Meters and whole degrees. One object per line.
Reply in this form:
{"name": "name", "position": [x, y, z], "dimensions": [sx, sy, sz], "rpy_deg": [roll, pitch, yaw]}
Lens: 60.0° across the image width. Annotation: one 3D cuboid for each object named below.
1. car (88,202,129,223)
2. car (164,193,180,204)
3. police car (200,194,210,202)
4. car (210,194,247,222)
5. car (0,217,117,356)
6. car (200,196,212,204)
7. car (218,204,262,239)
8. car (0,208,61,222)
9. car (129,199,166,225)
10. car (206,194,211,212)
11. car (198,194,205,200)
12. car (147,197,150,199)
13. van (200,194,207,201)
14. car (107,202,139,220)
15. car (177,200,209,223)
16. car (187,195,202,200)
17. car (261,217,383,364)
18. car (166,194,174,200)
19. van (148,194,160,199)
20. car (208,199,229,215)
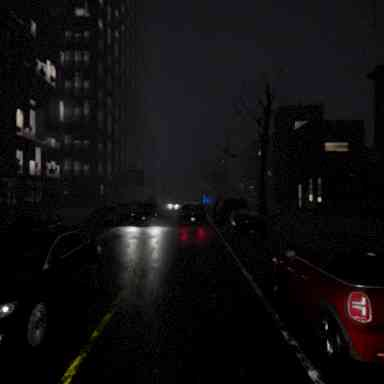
{"name": "car", "position": [-5.724, 1.544, 22.458], "dimensions": [1.802, 1.307, 4.206], "rpy_deg": [1, 0, 0]}
{"name": "car", "position": [-3.169, 1.352, 58.186], "dimensions": [2.128, 1.511, 4.902], "rpy_deg": [0, 0, 0]}
{"name": "police car", "position": [2.858, 1.235, 71.895], "dimensions": [1.930, 1.638, 5.238], "rpy_deg": [0, 0, 0]}
{"name": "car", "position": [2.660, 1.274, 22.475], "dimensions": [2.192, 1.841, 5.009], "rpy_deg": [1, 0, 0]}
{"name": "car", "position": [-3.107, 1.483, 6.264], "dimensions": [2.128, 1.511, 4.902], "rpy_deg": [0, 0, 0]}
{"name": "car", "position": [2.580, 1.413, 61.303], "dimensions": [1.947, 1.339, 4.313], "rpy_deg": [1, 0, 0]}
{"name": "car", "position": [2.668, 1.521, 16.930], "dimensions": [2.008, 1.369, 4.403], "rpy_deg": [1, 0, 0]}
{"name": "car", "position": [-5.700, 1.424, 11.366], "dimensions": [1.967, 1.590, 4.097], "rpy_deg": [1, 0, 0]}
{"name": "car", "position": [-3.102, 1.465, 23.787], "dimensions": [1.837, 1.490, 4.892], "rpy_deg": [0, 0, 0]}
{"name": "car", "position": [2.649, 1.261, 28.024], "dimensions": [2.192, 1.841, 5.009], "rpy_deg": [1, 0, 0]}
{"name": "car", "position": [2.525, 1.269, 89.204], "dimensions": [1.752, 1.417, 4.829], "rpy_deg": [1, 0, 0]}
{"name": "car", "position": [-5.745, 1.480, 33.553], "dimensions": [1.887, 1.381, 4.507], "rpy_deg": [1, 0, 0]}
{"name": "van", "position": [2.594, 1.207, 55.756], "dimensions": [1.690, 1.788, 3.998], "rpy_deg": [1, 0, 0]}
{"name": "car", "position": [-5.734, 1.531, 28.007], "dimensions": [1.802, 1.307, 4.206], "rpy_deg": [1, 0, 0]}
{"name": "car", "position": [0.053, 1.555, 24.883], "dimensions": [1.895, 1.301, 4.718], "rpy_deg": [0, 0, 0]}
{"name": "car", "position": [0.012, 1.502, 44.629], "dimensions": [1.895, 1.301, 4.718], "rpy_deg": [0, 0, 0]}
{"name": "car", "position": [2.691, 1.430, 5.838], "dimensions": [1.967, 1.590, 4.097], "rpy_deg": [1, 0, 0]}
{"name": "car", "position": [-5.855, 1.274, 88.845], "dimensions": [1.752, 1.417, 4.829], "rpy_deg": [1, 0, 0]}
{"name": "van", "position": [-5.775, 1.228, 50.192], "dimensions": [1.690, 1.788, 3.998], "rpy_deg": [1, 0, 0]}
{"name": "car", "position": [2.636, 1.457, 33.741], "dimensions": [1.752, 1.417, 4.829], "rpy_deg": [1, 0, 0]}
